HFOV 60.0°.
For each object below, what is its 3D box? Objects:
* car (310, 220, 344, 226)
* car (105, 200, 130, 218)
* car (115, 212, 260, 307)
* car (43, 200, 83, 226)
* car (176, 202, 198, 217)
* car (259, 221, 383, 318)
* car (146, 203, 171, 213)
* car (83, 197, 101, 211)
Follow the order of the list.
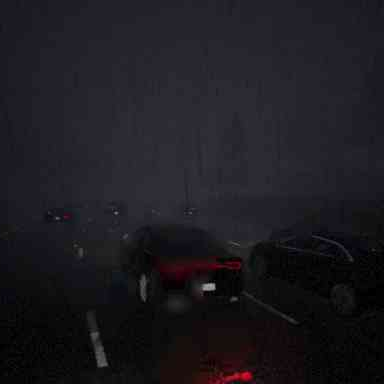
[{"bbox_3d":[4.992,1.866,13.390,1.812,1.442,4.674,3,-1,-20],"label":"car"},{"bbox_3d":[-6.729,1.490,29.830,1.837,1.490,4.892,2,0,-12],"label":"car"},{"bbox_3d":[-0.575,1.530,8.260,1.882,1.535,5.008,3,0,-21],"label":"car"},{"bbox_3d":[-8.506,1.361,21.913,1.812,1.442,4.674,3,-1,-14],"label":"car"},{"bbox_3d":[-0.575,1.805,35.001,1.837,1.490,4.892,2,-1,-10],"label":"car"},{"bbox_3d":[3.247,1.707,8.055,2.128,1.511,4.902,3,-1,-22],"label":"car"},{"bbox_3d":[-2.850,1.665,28.292,1.812,1.442,4.674,3,-1,-13],"label":"car"},{"bbox_3d":[-11.624,1.343,38.164,2.128,1.511,4.902,3,0,-8],"label":"car"}]
